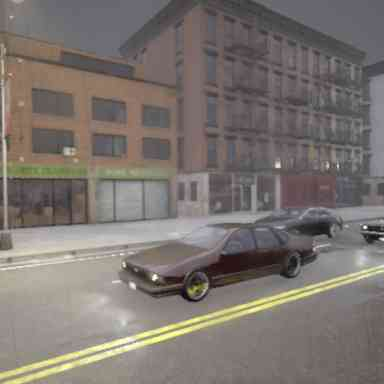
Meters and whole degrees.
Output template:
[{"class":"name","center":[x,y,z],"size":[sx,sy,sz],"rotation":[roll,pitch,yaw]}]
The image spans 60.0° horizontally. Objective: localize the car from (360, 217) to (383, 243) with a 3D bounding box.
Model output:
[{"class":"car","center":[9.138,1.483,14.067],"size":[4.718,1.301,1.895],"rotation":[-1,0,-36]}]

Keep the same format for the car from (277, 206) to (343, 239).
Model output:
[{"class":"car","center":[4.857,1.387,15.049],"size":[4.902,1.511,2.128],"rotation":[0,0,-35]}]

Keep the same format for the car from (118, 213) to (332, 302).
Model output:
[{"class":"car","center":[0.955,1.501,8.338],"size":[5.357,1.411,2.033],"rotation":[-1,0,-35]}]
